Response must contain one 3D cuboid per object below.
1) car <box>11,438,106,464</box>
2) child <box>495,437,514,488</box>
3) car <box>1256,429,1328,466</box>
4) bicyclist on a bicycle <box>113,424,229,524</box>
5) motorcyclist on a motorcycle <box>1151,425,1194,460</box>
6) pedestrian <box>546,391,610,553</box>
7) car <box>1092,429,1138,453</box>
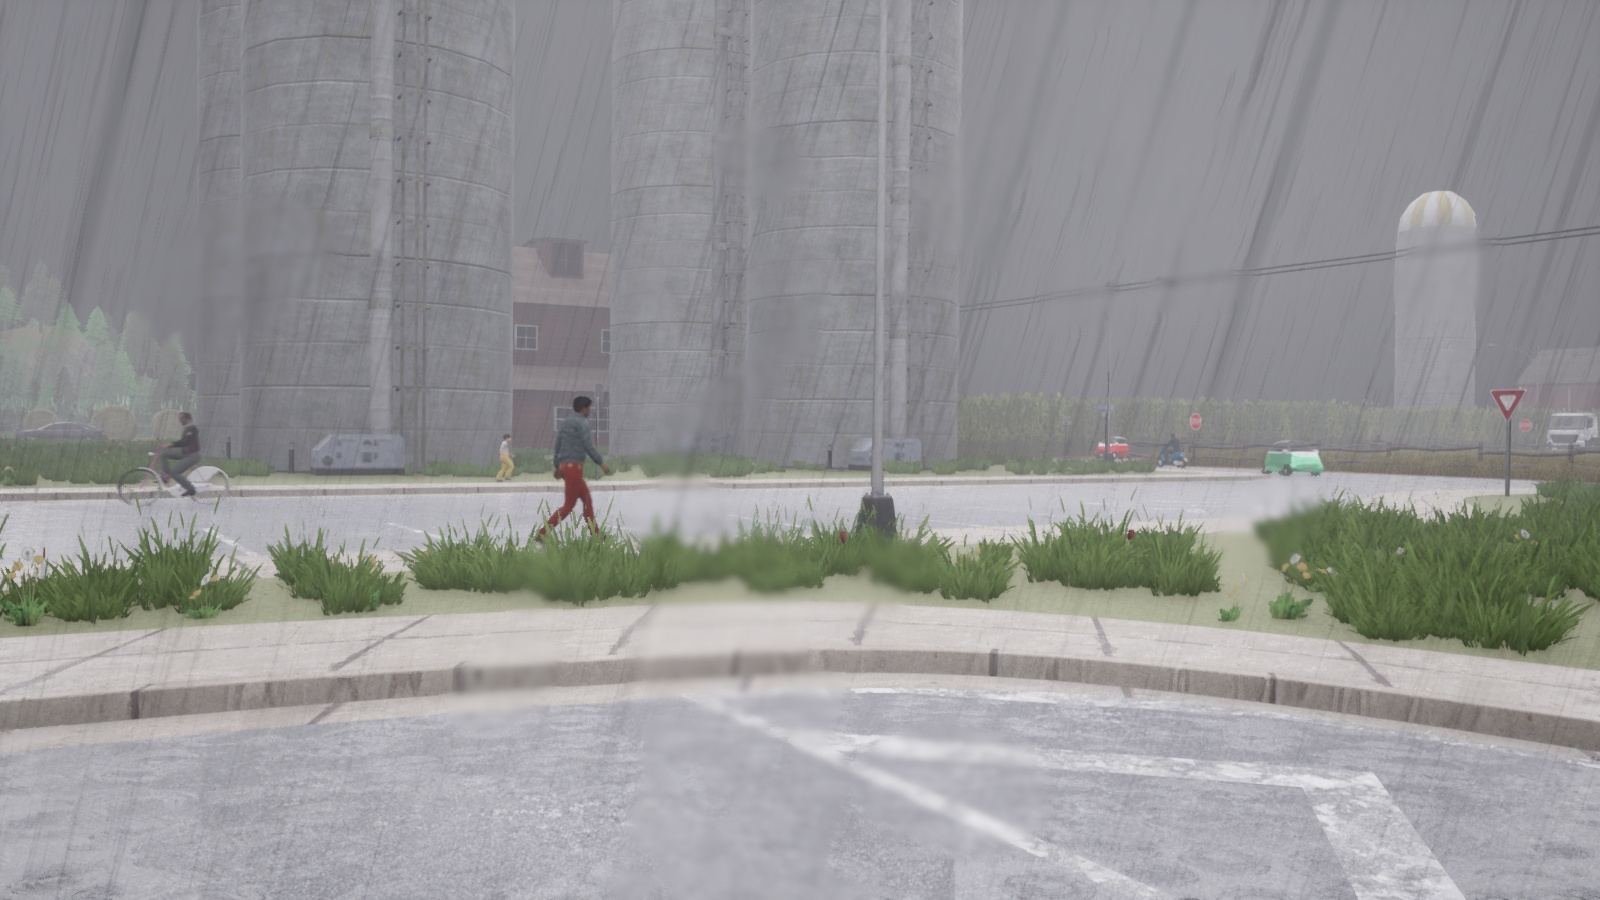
[{"bbox_3d":[-45.074,0.027,76.410,4.892,1.490,1.837,-1,1,-31],"label":"car"},{"bbox_3d":[-7.424,0.305,31.554,0.437,1.263,0.270,-1,1,-20],"label":"child"},{"bbox_3d":[18.477,-0.097,47.176,1.481,1.376,2.207,-1,0,-16],"label":"car"},{"bbox_3d":[-11.580,0.420,23.140,1.843,1.776,0.659,-1,1,-31],"label":"bicyclist on a bicycle"},{"bbox_3d":[17.141,-0.354,57.841,0.866,1.590,1.817,-1,1,-30],"label":"motorcyclist on a motorcycle"},{"bbox_3d":[-2.588,0.246,14.647,0.614,1.847,0.353,-1,1,-32],"label":"pedestrian"},{"bbox_3d":[18.729,-0.539,74.683,2.207,1.376,1.481,-1,1,-30],"label":"car"}]
